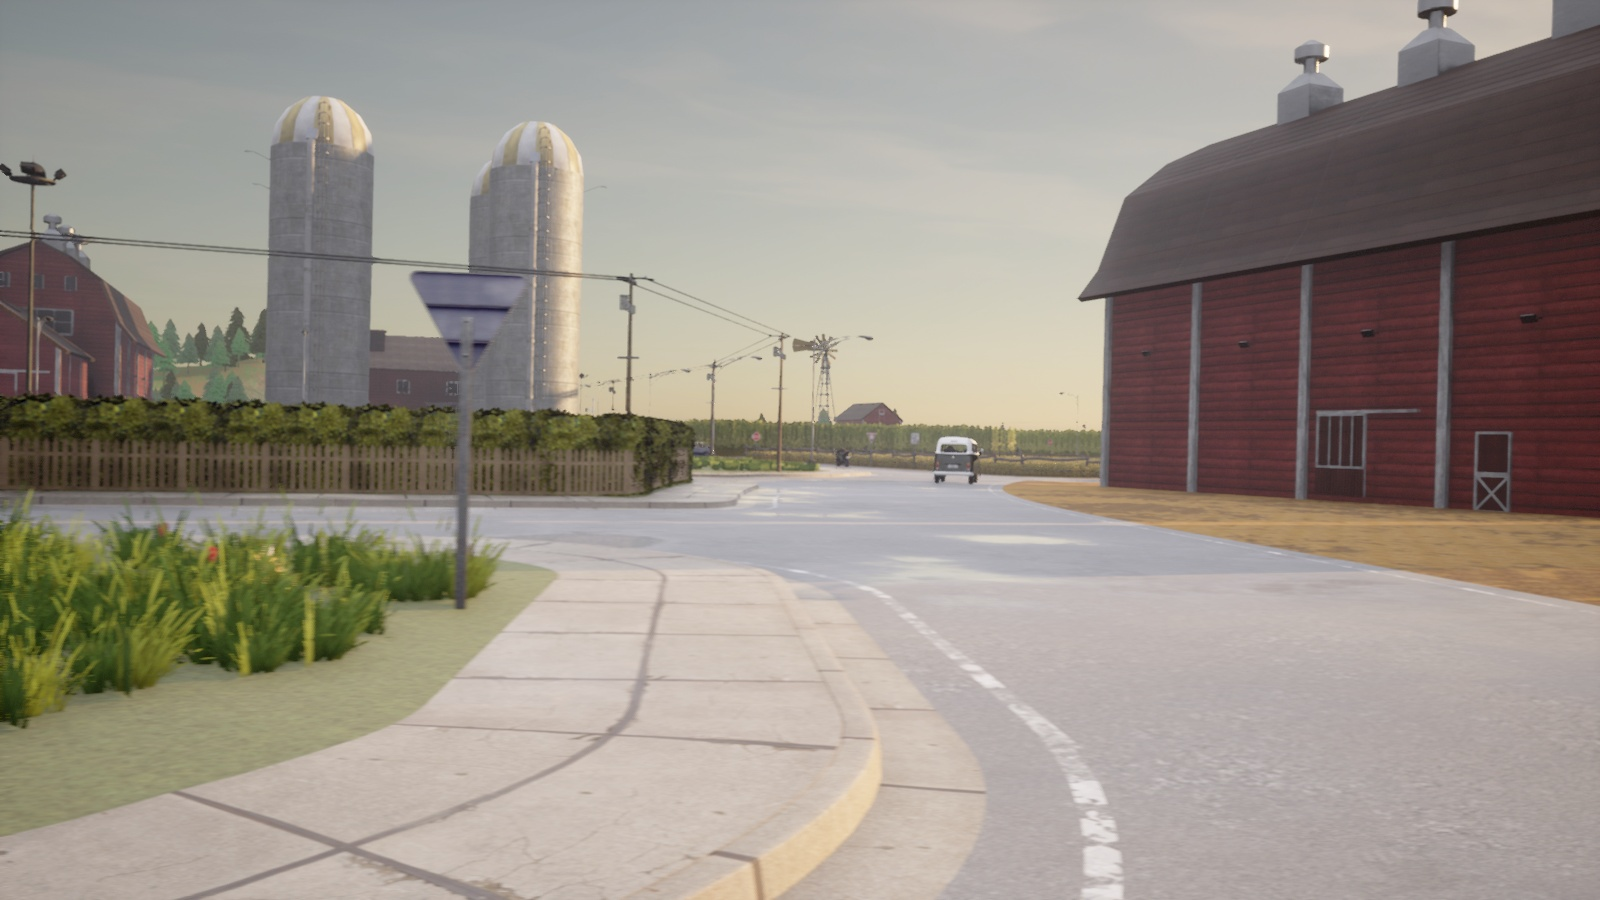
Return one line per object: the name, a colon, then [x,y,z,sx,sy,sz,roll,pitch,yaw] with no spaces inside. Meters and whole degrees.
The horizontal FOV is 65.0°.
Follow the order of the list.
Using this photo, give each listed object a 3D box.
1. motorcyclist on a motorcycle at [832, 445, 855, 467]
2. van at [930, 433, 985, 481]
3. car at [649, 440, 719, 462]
motorcyclist on a motorcycle: [3.125,0.430,91.157,0.866,1.530,2.191,0,0,-21]
van: [7.136,0.292,56.512,2.069,2.038,4.480,0,0,12]
car: [-8.849,0.098,95.640,5.027,1.651,2.152,0,0,-17]
